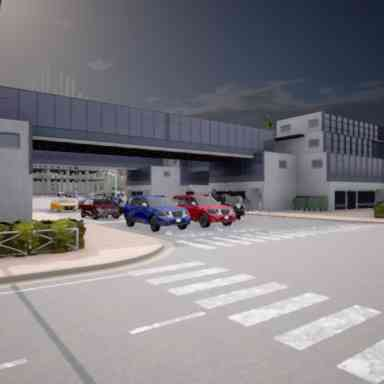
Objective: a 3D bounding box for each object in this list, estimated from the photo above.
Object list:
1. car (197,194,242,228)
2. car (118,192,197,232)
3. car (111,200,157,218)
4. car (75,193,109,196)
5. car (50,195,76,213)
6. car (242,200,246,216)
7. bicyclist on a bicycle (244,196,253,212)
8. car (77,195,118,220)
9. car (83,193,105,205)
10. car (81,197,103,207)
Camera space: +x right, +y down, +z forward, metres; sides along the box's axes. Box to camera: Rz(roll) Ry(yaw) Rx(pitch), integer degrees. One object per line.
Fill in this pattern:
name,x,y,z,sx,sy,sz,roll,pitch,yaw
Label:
car,0.508,1.215,22.738,2.150,2.045,5.566,0,0,-36
car,-2.336,1.216,20.656,2.150,2.045,5.566,0,0,-35
car,-5.506,1.541,31.027,2.033,1.411,5.357,0,0,-36
car,-12.250,1.345,40.361,2.097,1.767,4.553,0,0,-36
car,-14.600,1.473,37.637,1.882,1.535,5.008,0,0,-36
car,1.904,1.213,27.223,2.150,2.045,5.566,0,0,-37
bicyclist on a bicycle,5.841,1.291,34.940,1.656,1.620,0.582,0,0,-36
car,-7.844,1.347,28.291,2.097,1.767,4.553,0,0,-36
car,-17.824,1.211,60.142,2.150,2.045,5.566,0,0,-36
car,-15.366,1.517,50.880,1.812,1.442,4.674,0,0,-35
